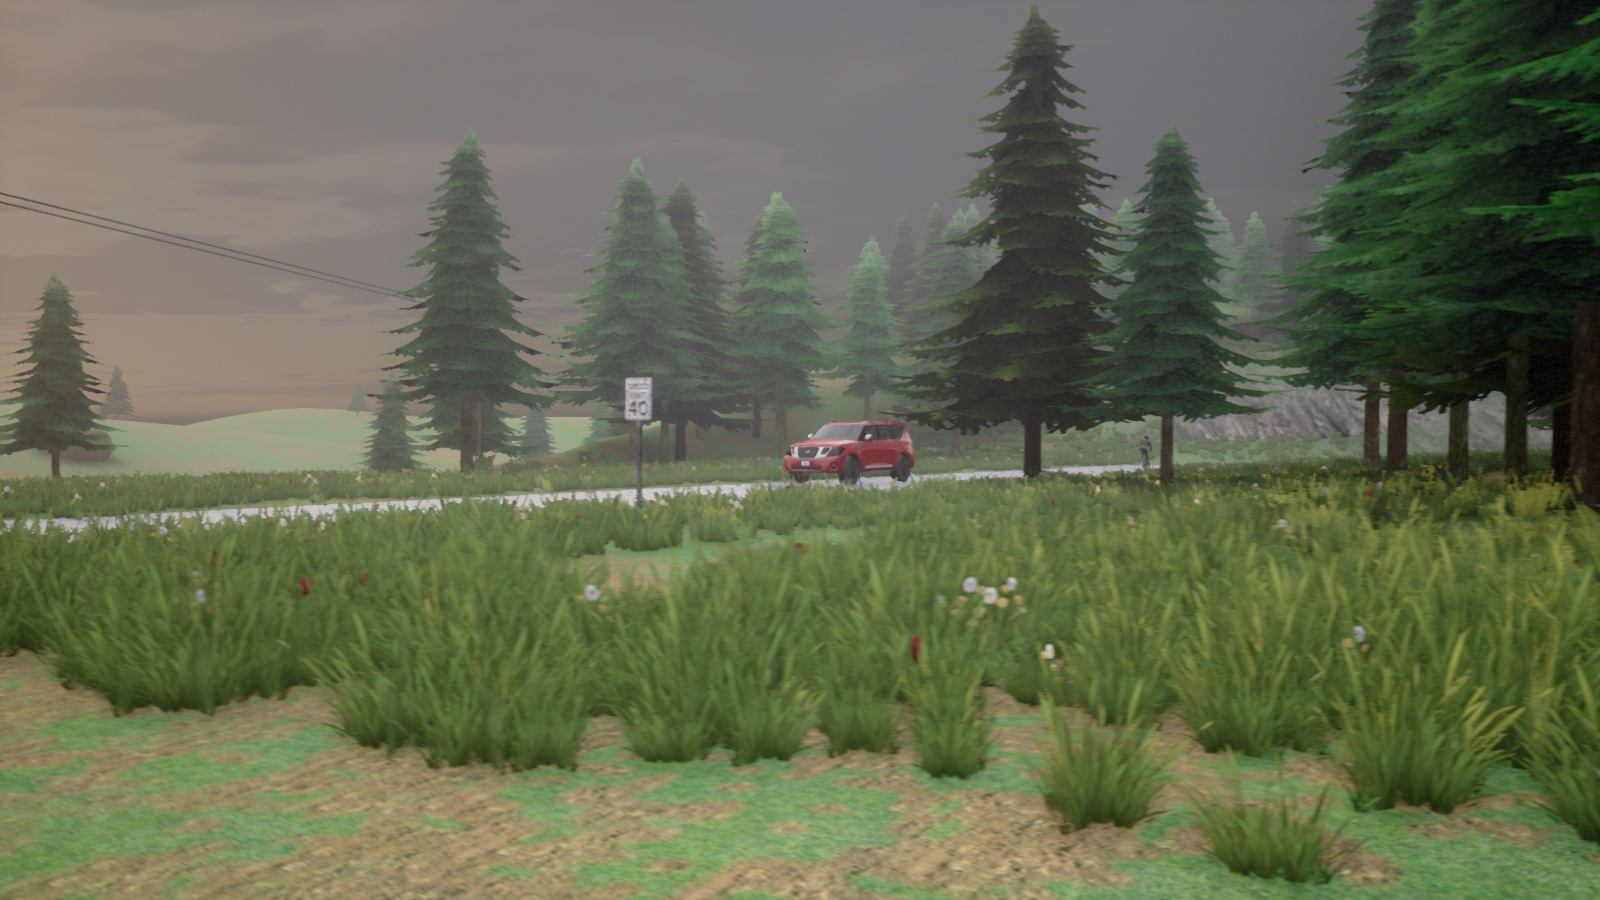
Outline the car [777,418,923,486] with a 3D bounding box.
[{"bbox_3d":[1.730,0.010,40.864,2.150,2.045,5.566,0,1,34],"label":"car"}]
